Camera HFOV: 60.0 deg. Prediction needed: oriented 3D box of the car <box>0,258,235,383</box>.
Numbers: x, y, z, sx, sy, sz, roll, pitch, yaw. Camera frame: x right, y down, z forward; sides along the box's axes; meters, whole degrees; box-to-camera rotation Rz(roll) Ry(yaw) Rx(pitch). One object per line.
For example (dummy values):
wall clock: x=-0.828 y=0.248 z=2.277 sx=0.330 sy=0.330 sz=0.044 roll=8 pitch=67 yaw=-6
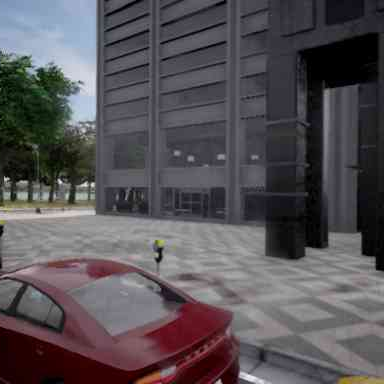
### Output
car: x=-1.624 y=1.515 z=4.119 sx=4.507 sy=1.381 sz=1.887 roll=1 pitch=0 yaw=35

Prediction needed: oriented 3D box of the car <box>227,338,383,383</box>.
car: x=2.666 y=1.538 z=1.062 sx=4.829 sy=1.417 sz=1.752 roll=1 pitch=0 yaw=35
